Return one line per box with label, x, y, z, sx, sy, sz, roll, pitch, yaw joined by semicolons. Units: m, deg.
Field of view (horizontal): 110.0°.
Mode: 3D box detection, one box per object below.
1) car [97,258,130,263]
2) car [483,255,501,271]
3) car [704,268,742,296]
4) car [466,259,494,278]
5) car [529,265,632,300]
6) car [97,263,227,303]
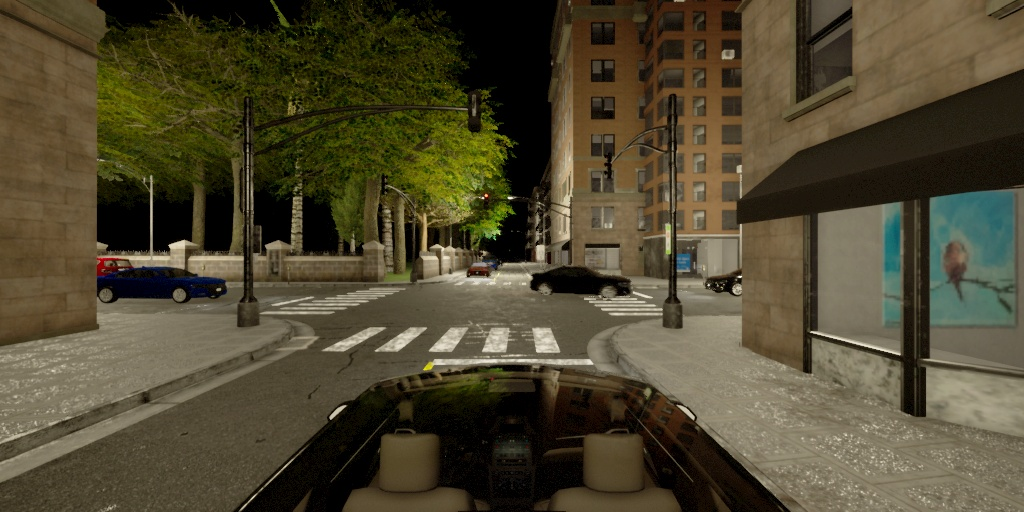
car;-25.924;1.035;21.778;5.009;1.841;2.192;0;0;1
car;-3.036;0.920;48.604;2.150;2.045;5.566;0;0;0
car;12.689;1.270;18.683;4.892;1.490;1.837;0;0;1
car;-3.056;1.292;33.607;1.994;1.385;4.181;0;0;0
car;3.321;1.230;17.834;5.008;1.535;1.882;0;1;25
car;-15.473;1.212;15.860;5.008;1.535;1.882;0;0;0
